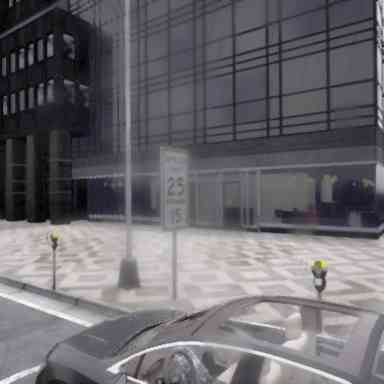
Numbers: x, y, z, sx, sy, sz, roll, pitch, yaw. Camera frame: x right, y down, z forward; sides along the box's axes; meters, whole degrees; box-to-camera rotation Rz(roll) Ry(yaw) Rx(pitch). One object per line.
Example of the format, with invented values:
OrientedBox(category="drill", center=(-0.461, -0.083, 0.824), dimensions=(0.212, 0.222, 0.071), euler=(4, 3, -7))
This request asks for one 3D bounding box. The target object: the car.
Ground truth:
OrientedBox(category="car", center=(0.509, 1.561, 2.598), dimensions=(4.403, 1.369, 2.008), euler=(-1, 0, 35))
